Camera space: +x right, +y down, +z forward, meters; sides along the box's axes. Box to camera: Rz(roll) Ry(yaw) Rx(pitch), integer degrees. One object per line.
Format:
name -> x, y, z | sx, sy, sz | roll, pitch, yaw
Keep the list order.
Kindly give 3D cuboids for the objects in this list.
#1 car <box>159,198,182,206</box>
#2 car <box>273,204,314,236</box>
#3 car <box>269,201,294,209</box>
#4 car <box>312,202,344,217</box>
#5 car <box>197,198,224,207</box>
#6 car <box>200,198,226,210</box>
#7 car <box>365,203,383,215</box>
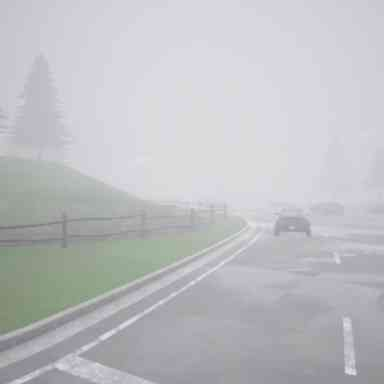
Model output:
car -> -4.078, 1.849, 62.666 | 5.008, 1.535, 1.882 | -1, -1, 42
car -> 5.823, 1.666, 19.358 | 1.812, 1.442, 4.674 | 0, 0, 16
car -> 13.820, 1.962, 50.453 | 1.895, 1.301, 4.718 | 0, 0, -25
car -> 14.078, 1.759, 35.100 | 2.128, 1.511, 4.902 | 1, 0, -6
car -> 3.376, 1.860, 60.116 | 1.882, 1.535, 5.008 | 1, -1, -41
car -> 3.121, 1.800, 48.166 | 2.128, 1.511, 4.902 | 1, -1, -27
car -> 21.307, 1.848, 36.123 | 2.033, 1.411, 5.357 | 0, 0, -9
